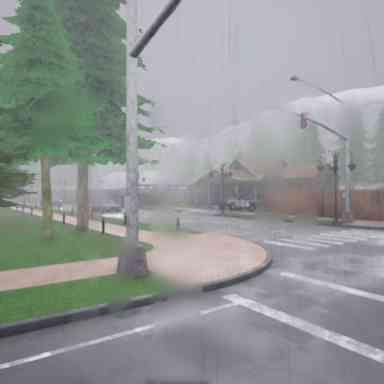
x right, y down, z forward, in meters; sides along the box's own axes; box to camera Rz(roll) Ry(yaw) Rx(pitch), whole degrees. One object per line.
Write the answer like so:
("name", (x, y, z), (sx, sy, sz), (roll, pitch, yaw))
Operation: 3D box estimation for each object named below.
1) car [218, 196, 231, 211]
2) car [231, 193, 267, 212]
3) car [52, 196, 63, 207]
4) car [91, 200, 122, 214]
("car", (4.864, 1.083, 36.843), (3.866, 1.878, 1.905), (0, 0, -37))
("car", (6.682, 1.080, 35.063), (4.605, 1.855, 1.932), (0, 0, -37))
("car", (-21.219, 1.320, 50.022), (2.097, 1.767, 4.553), (0, 0, -43))
("car", (-8.790, 1.510, 34.157), (1.994, 1.385, 4.181), (0, 0, -37))
